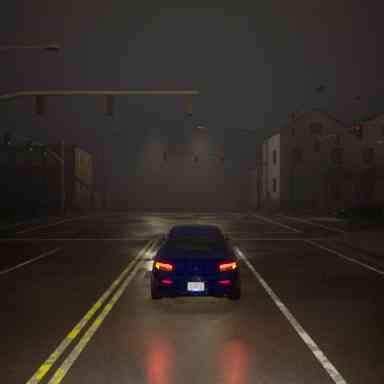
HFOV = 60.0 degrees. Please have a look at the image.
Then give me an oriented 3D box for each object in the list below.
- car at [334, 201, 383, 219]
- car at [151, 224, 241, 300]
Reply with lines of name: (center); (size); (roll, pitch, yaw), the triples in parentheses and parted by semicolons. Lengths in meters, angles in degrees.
car: (14.402, 1.524, 27.971); (4.674, 1.442, 1.812); (0, 0, -1)
car: (0.087, 1.525, 8.263); (1.812, 1.442, 4.674); (0, 0, 0)
